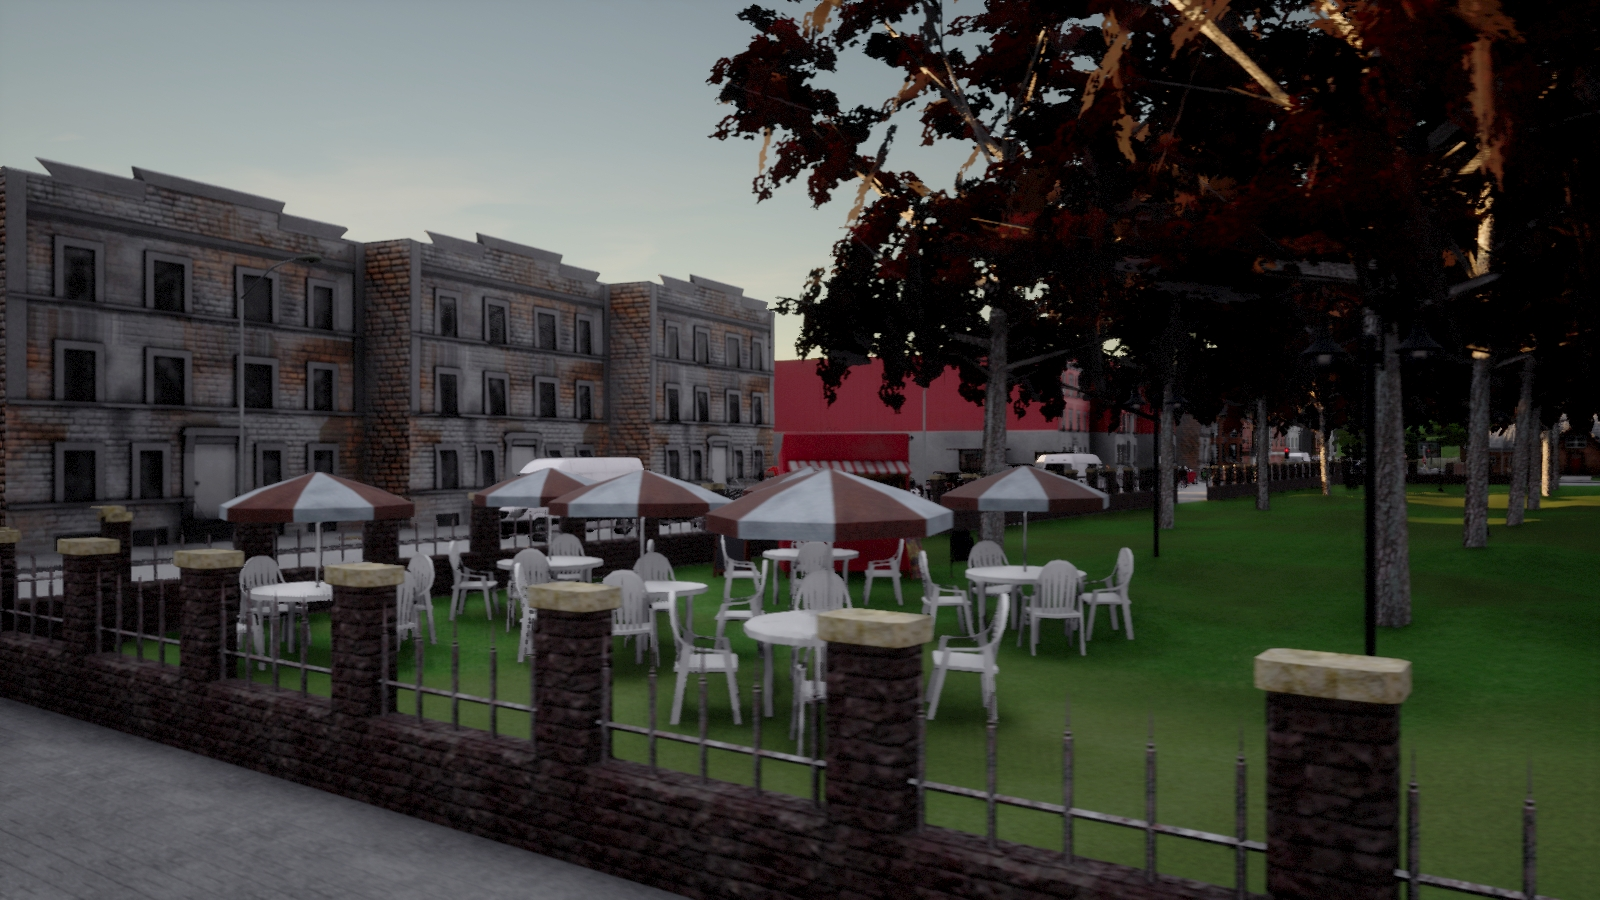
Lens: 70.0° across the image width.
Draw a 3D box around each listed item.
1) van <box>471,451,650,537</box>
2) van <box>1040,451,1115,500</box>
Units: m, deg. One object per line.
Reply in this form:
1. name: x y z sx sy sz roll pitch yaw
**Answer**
1. van: -7.590 1.316 36.941 1.988 2.561 5.915 0 0 35
2. van: 15.270 1.316 62.664 1.988 2.561 5.915 0 0 35
